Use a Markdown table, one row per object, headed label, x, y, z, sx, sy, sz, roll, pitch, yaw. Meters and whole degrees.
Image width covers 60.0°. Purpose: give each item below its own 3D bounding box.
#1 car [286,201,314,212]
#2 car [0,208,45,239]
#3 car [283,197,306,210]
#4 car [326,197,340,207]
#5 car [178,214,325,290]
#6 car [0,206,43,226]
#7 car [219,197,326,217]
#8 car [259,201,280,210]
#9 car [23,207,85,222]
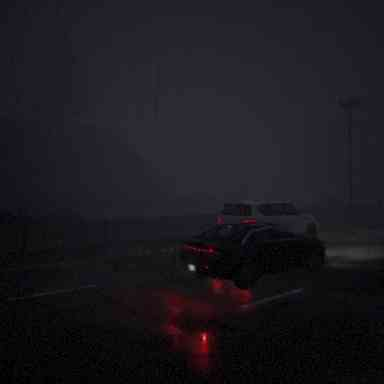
| label | x | y | z | sx | sy | sz | roll | pitch | yaw |
| --- | --- | --- | --- | --- | --- | --- | --- | --- | --- |
| car | 15.587 | 2.038 | 47.798 | 2.033 | 1.411 | 5.357 | -1 | -1 | 39 |
| car | -10.837 | 1.842 | 17.832 | 4.892 | 1.490 | 1.837 | 0 | -1 | -36 |
| car | 17.314 | 1.805 | 56.015 | 2.150 | 2.045 | 5.566 | -1 | -1 | 36 |
| car | 18.900 | 1.662 | 46.399 | 2.150 | 2.045 | 5.566 | -1 | -1 | 39 |
| car | 1.892 | 1.605 | 9.501 | 4.902 | 1.511 | 2.128 | 0 | -1 | -38 |
| car | -15.213 | 2.011 | 27.632 | 4.892 | 1.490 | 1.837 | 0 | -1 | -37 |
| car | 3.583 | 1.395 | 15.266 | 5.566 | 2.045 | 2.150 | 0 | -1 | -40 |
| car | 13.082 | 2.186 | 56.114 | 1.994 | 1.385 | 4.181 | -1 | -1 | 37 |
| car | -10.943 | 1.977 | 26.467 | 4.674 | 1.442 | 1.812 | 0 | -1 | -38 |
